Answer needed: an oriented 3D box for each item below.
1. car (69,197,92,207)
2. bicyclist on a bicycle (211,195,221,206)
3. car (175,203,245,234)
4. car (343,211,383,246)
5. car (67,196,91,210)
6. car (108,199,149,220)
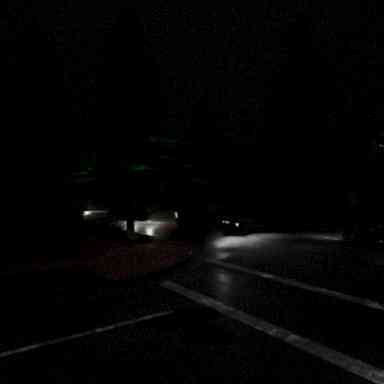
[{"bbox_3d":[-16.613,1.473,49.414,1.895,1.301,4.718,0,0,-35],"label":"car"},{"bbox_3d":[2.260,1.140,32.241,1.656,1.620,0.582,-1,0,-36],"label":"bicyclist on a bicycle"},{"bbox_3d":[0.883,1.405,18.751,1.837,1.490,4.892,0,0,-36],"label":"car"},{"bbox_3d":[7.573,1.423,12.398,1.812,1.442,4.674,0,0,-5],"label":"car"},{"bbox_3d":[-13.927,1.375,39.420,1.882,1.535,5.008,0,0,-35],"label":"car"},{"bbox_3d":[-5.284,1.377,27.345,1.882,1.535,5.008,0,0,-35],"label":"car"}]
